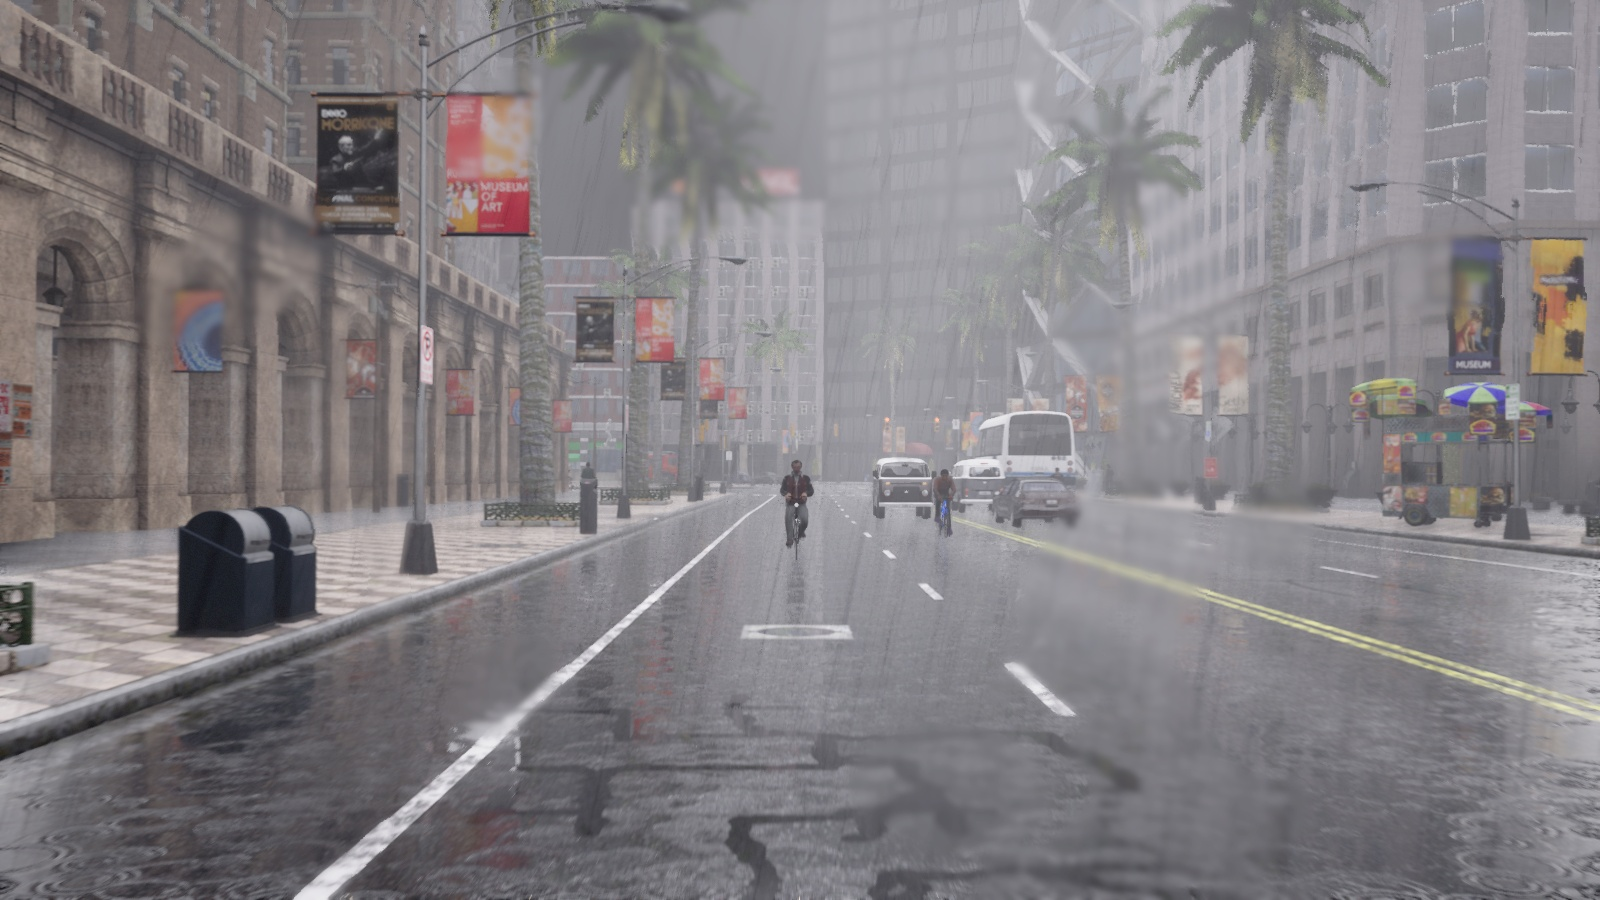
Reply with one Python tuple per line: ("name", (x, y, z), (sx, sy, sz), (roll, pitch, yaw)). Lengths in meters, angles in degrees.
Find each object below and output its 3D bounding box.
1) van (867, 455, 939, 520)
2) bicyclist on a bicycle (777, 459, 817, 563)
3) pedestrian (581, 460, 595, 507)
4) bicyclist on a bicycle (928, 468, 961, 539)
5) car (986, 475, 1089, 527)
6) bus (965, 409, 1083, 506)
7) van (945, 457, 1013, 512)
("van", (3.404, 1.232, 42.249), (2.069, 2.038, 4.480), (0, -1, 0))
("bicyclist on a bicycle", (-0.054, 1.058, 22.282), (0.659, 1.776, 1.843), (0, -1, 0))
("pedestrian", (-8.818, 1.382, 52.278), (0.423, 1.949, 0.788), (0, -1, 1))
("bicyclist on a bicycle", (3.428, 1.254, 29.867), (0.582, 1.620, 1.656), (0, -1, 0))
("car", (6.911, 1.456, 37.118), (2.033, 1.411, 5.357), (0, -1, 0))
("bus", (10.560, 0.410, 60.580), (3.944, 4.253, 10.273), (0, -1, 1))
("van", (6.952, 1.335, 49.246), (2.069, 2.038, 4.480), (0, -1, 1))
